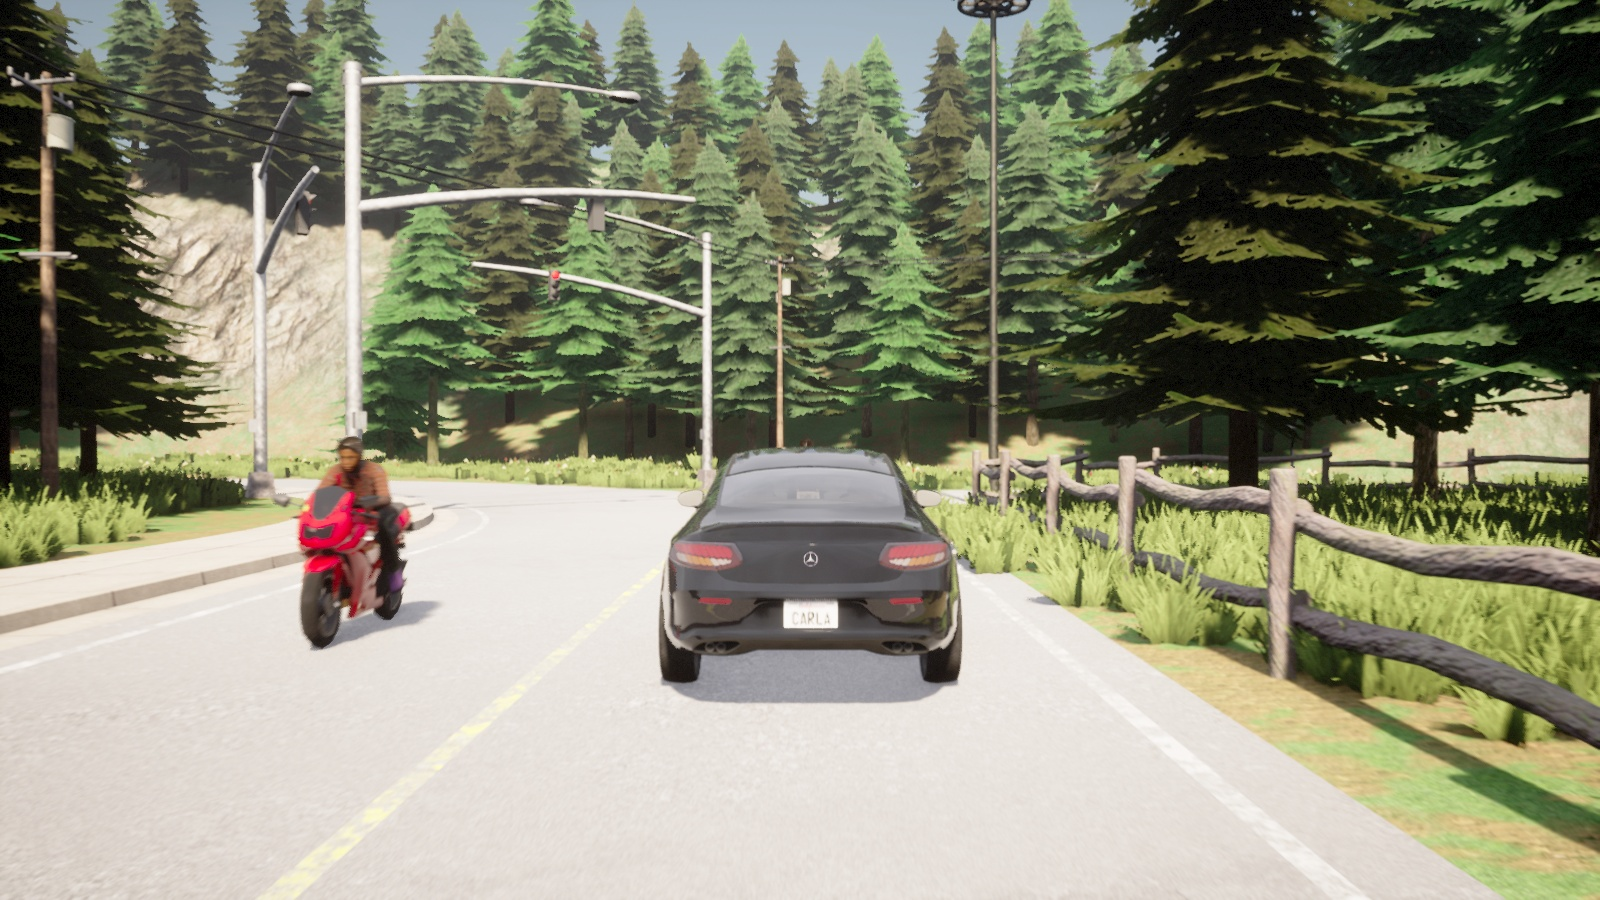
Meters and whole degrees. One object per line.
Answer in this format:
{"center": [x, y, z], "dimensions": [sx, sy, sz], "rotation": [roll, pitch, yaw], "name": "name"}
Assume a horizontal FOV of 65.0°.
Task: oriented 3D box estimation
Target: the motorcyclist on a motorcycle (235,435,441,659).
{"center": [-3.423, 0.649, 9.532], "dimensions": [0.797, 1.523, 2.044], "rotation": [0, 0, 0], "name": "motorcyclist on a motorcycle"}

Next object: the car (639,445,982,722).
{"center": [0.069, 0.700, 8.984], "dimensions": [1.812, 1.442, 4.674], "rotation": [0, 0, 0], "name": "car"}
